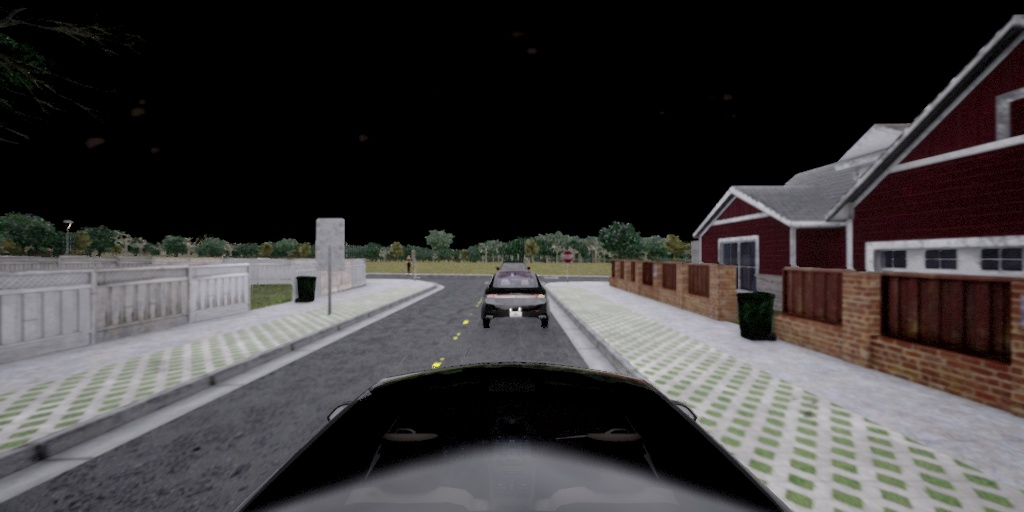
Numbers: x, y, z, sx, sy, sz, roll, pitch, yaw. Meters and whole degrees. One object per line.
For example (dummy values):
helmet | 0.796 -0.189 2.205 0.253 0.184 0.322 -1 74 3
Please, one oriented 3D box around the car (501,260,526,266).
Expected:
car | 0.063 1.059 21.808 2.097 1.767 4.553 0 0 -1

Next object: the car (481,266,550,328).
car | 0.100 1.219 11.286 2.128 1.511 4.902 0 0 0

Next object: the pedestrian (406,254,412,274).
pedestrian | -9.698 0.746 33.701 0.375 1.860 0.375 0 -1 0

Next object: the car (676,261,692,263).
car | 14.311 1.240 30.942 4.553 1.767 2.097 1 0 0
